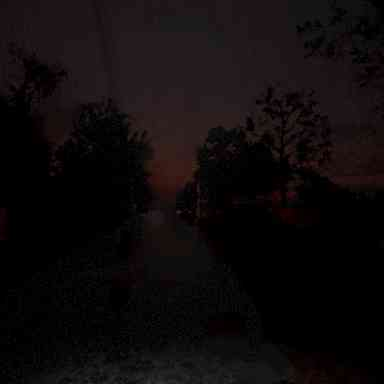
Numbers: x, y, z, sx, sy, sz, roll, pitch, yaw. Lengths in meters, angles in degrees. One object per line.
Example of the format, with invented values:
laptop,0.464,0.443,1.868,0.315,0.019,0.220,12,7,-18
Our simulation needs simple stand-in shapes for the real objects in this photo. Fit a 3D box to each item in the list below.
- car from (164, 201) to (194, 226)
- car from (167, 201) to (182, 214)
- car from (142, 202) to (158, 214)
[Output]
car,-1.029,1.497,24.787,2.097,1.767,4.553,0,-1,-4
car,-2.312,1.894,42.870,1.882,1.535,5.008,0,-1,-4
car,-5.118,1.928,41.093,2.033,1.411,5.357,0,-1,-4
